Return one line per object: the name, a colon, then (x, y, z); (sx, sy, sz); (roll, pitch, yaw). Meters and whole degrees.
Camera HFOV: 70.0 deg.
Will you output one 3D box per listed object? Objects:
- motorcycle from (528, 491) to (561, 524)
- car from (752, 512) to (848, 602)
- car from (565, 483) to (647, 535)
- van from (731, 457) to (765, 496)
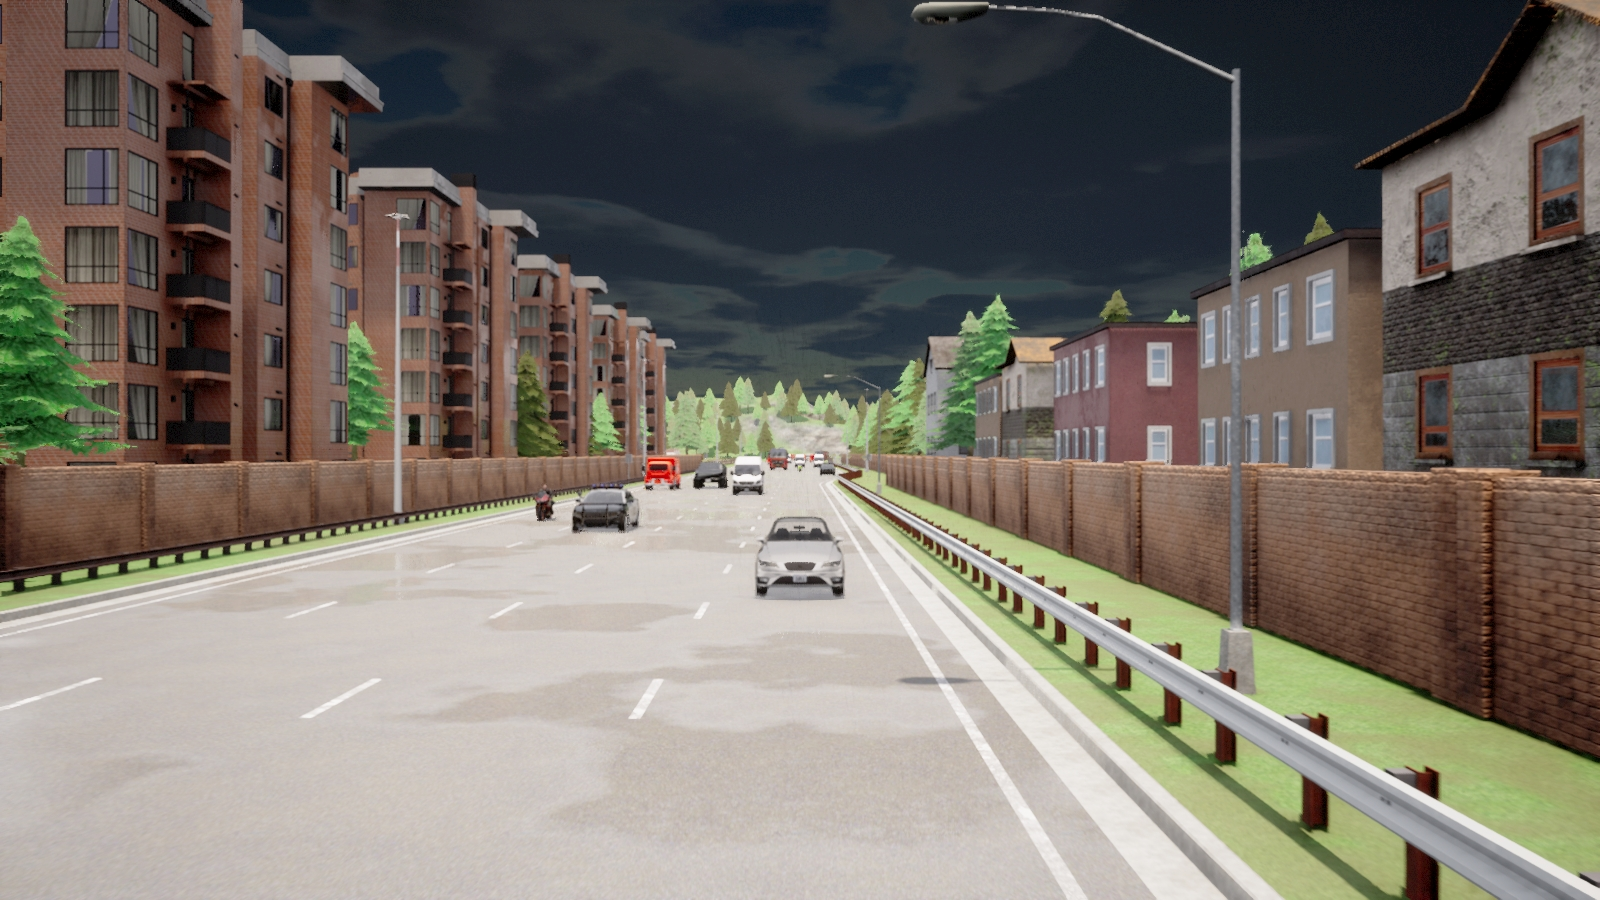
motorcycle: (-10.505, 2.337, 47.097); (0.867, 1.251, 2.209); (0, 0, 0)
car: (-0.004, 2.134, 23.677); (1.816, 1.474, 4.193); (0, 0, 0)
car: (-7.002, 2.100, 41.697); (2.097, 1.638, 5.238); (0, 0, 0)
van: (-3.499, 1.748, 77.685); (1.988, 2.561, 5.915); (0, 0, 0)
